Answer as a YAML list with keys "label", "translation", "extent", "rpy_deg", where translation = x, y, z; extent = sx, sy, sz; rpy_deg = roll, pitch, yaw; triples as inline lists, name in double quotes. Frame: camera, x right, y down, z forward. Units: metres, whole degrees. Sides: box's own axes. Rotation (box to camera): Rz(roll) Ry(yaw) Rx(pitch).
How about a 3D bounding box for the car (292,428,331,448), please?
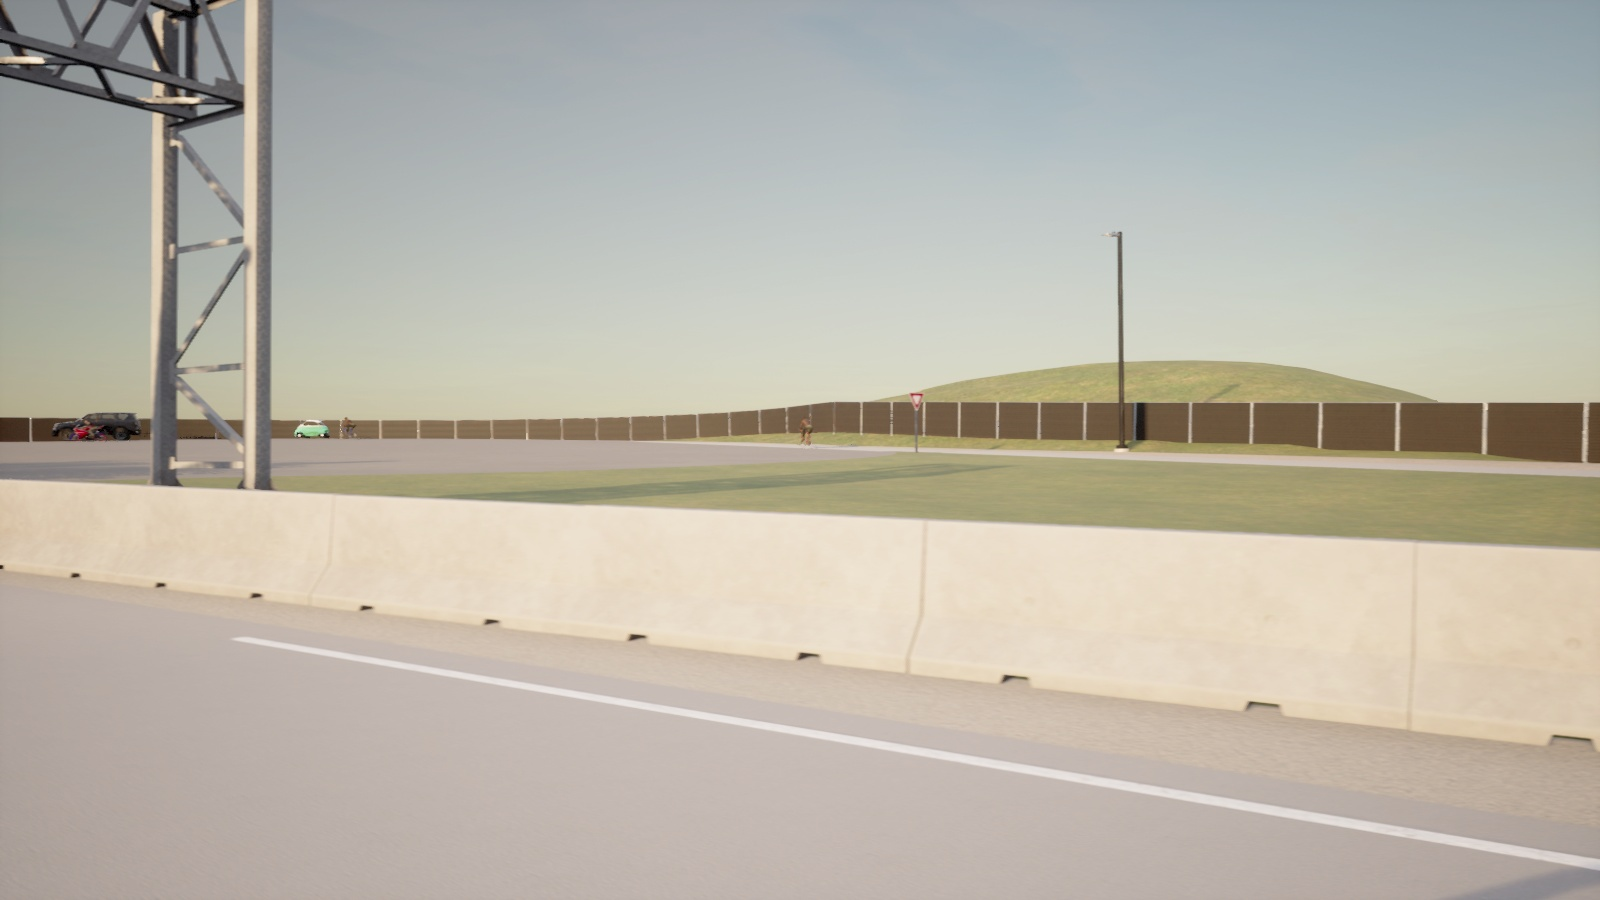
- label: "car"
  translation: [-35.846, -0.866, 92.175]
  extent: [2.207, 1.376, 1.481]
  rpy_deg: [-1, 0, -1]

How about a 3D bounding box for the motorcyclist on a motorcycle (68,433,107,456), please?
- label: "motorcyclist on a motorcycle"
  translation: [-48.587, -0.364, 85.633]
  extent: [2.191, 1.530, 0.866]
  rpy_deg: [-1, 0, -24]
